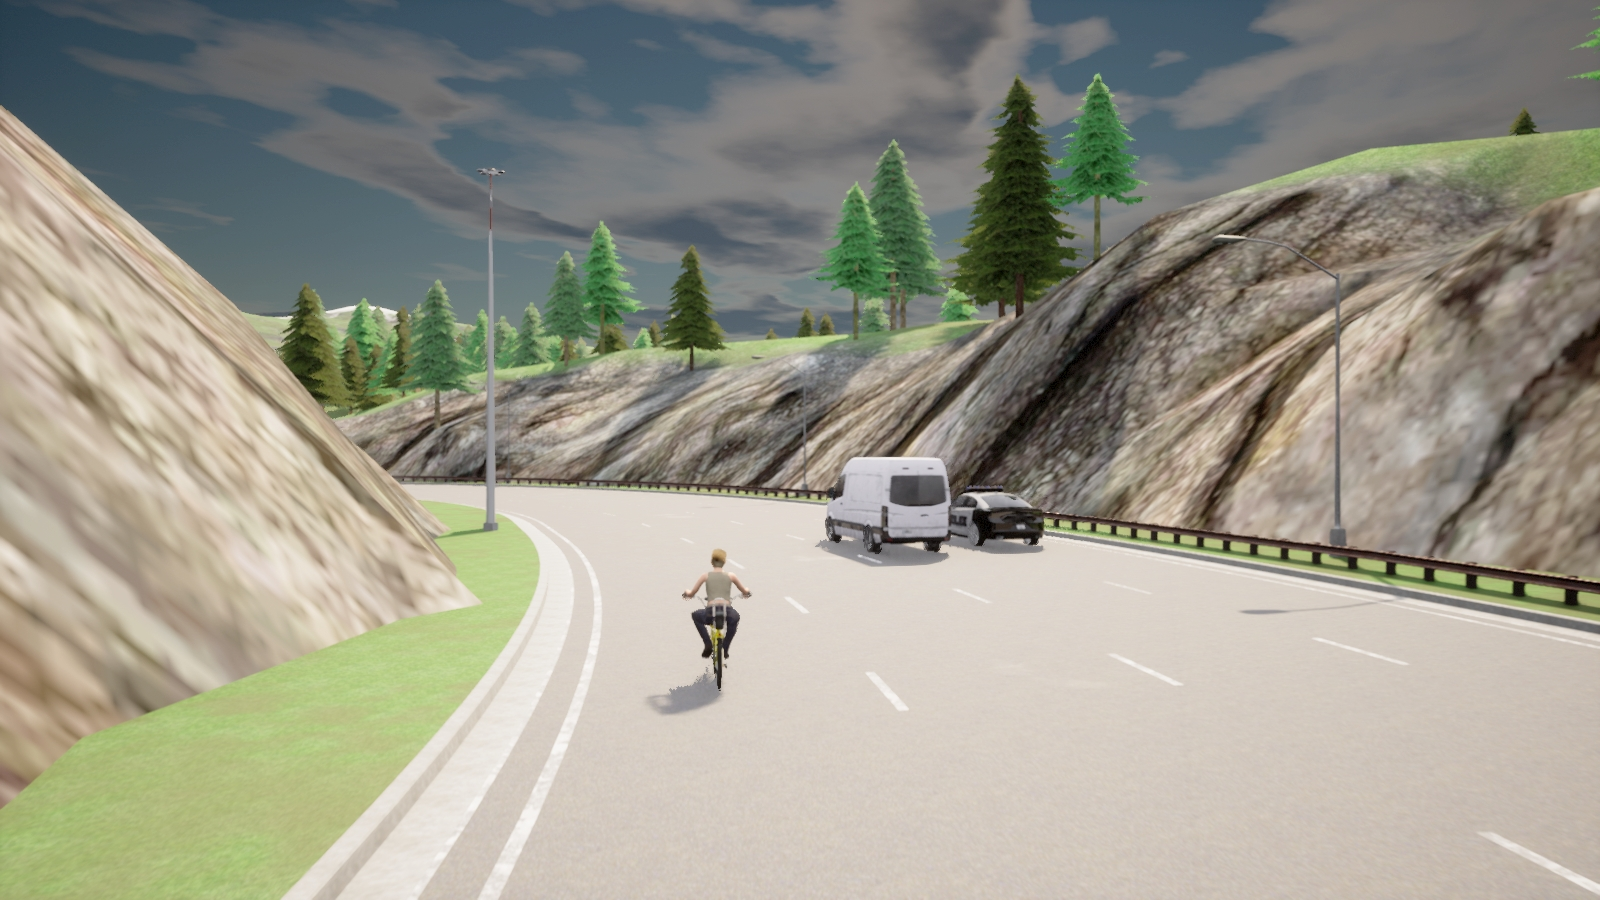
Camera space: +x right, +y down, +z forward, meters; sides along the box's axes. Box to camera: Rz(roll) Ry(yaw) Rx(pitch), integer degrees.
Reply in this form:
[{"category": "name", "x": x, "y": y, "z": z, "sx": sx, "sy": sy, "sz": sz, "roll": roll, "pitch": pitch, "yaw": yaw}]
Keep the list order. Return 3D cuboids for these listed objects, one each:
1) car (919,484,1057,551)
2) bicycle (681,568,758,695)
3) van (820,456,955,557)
[{"category": "car", "x": 5.463, "y": 1.932, "z": 34.013, "sx": 2.097, "sy": 1.638, "sz": 5.238, "roll": 0, "pitch": 0, "yaw": -15}, {"category": "bicycle", "x": -0.987, "y": 2.137, "z": 13.728, "sx": 0.859, "sy": 1.276, "sz": 1.487, "roll": 0, "pitch": 0, "yaw": -7}, {"category": "van", "x": 2.334, "y": 1.487, "z": 32.537, "sx": 1.988, "sy": 2.561, "sz": 5.915, "roll": 0, "pitch": 0, "yaw": -15}]
